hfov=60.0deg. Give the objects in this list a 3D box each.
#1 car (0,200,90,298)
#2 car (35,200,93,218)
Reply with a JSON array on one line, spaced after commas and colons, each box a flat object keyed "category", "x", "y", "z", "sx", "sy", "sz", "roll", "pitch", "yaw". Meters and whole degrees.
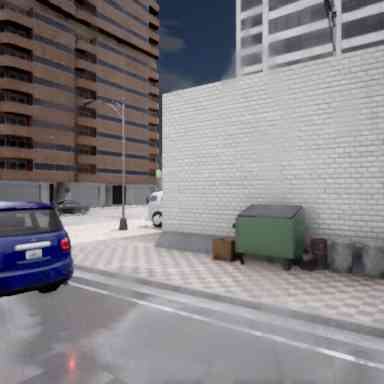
[{"category": "car", "x": -5.033, "y": 1.215, "z": 7.589, "sx": 5.566, "sy": 2.045, "sz": 2.150, "roll": 0, "pitch": 0, "yaw": 36}, {"category": "car", "x": -12.034, "y": 1.537, "z": 31.563, "sx": 1.837, "sy": 1.490, "sz": 4.892, "roll": 0, "pitch": 0, "yaw": 36}]
